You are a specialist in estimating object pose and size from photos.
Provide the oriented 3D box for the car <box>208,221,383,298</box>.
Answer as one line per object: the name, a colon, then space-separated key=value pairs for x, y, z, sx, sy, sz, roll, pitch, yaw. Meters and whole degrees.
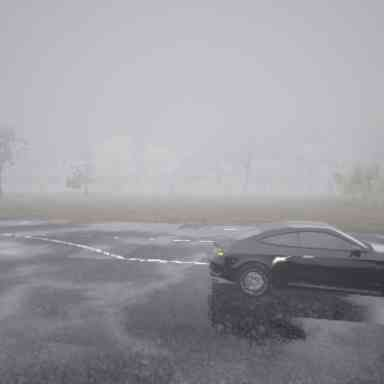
car: x=2.673 y=1.376 z=7.126 sx=4.674 sy=1.442 sz=1.812 roll=0 pitch=2 yaw=13
